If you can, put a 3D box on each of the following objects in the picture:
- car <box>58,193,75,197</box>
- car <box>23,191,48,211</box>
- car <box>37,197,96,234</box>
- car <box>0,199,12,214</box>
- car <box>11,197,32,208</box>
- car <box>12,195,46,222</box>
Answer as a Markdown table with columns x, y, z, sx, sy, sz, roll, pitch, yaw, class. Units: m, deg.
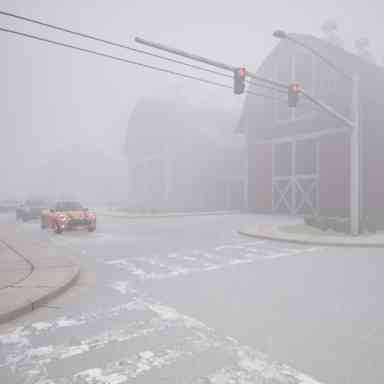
| x | y | z | sx | sy | sz | roll | pitch | yaw | class |
| --- | --- | --- | --- | --- | --- | --- | --- | --- | --- |
| -18.459 | 1.160 | 47.364 | 3.866 | 1.878 | 1.905 | -2 | 5 | 11 | car |
| -20.016 | 1.163 | 42.516 | 1.882 | 1.535 | 5.008 | -2 | -11 | -37 | car |
| -7.278 | 1.342 | 19.422 | 2.097 | 1.767 | 4.553 | 0 | 0 | -37 | car |
| -19.445 | 1.496 | 35.729 | 1.837 | 1.490 | 4.892 | 0 | 1 | -37 | car |
| -25.761 | 1.557 | 50.182 | 2.033 | 1.411 | 5.357 | 0 | 0 | -37 | car |
| -12.584 | 1.347 | 26.534 | 2.097 | 1.767 | 4.553 | 0 | 0 | -37 | car |
